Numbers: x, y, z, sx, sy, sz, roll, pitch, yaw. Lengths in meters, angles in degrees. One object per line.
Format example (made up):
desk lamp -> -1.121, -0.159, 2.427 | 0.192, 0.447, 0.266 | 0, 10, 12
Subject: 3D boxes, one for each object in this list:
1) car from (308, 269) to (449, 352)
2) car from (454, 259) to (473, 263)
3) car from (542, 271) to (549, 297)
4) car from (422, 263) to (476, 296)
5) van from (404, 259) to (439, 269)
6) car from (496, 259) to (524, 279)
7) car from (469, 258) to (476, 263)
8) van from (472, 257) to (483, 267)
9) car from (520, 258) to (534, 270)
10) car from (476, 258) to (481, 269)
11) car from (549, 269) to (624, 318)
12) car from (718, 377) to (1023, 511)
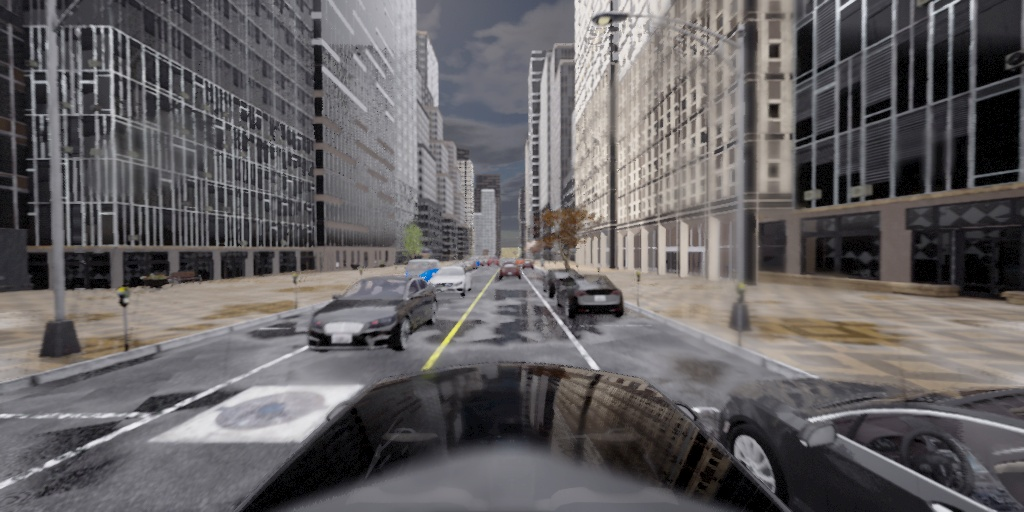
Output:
car -> -3.142, 1.255, 9.045 | 2.128, 1.511, 4.902 | 0, 0, 0
car -> -5.979, 1.324, 40.796 | 2.007, 1.370, 4.403 | 0, 0, 0
car -> 2.579, 1.291, 18.363 | 1.948, 1.339, 4.313 | 0, 0, 0
car -> -3.215, 1.284, 19.284 | 1.812, 1.442, 4.674 | 0, 0, 0
van -> -5.846, 1.113, 23.922 | 1.690, 1.789, 3.998 | 0, 0, 0
car -> -0.157, 1.264, 31.639 | 1.812, 1.442, 4.674 | 0, 0, 0
car -> -6.022, 1.301, 46.252 | 1.751, 1.417, 4.829 | 0, 0, 0
van -> -6.111, 1.124, 57.670 | 1.690, 1.789, 3.998 | 0, 0, 0
car -> 2.313, 1.313, 52.112 | 1.802, 1.307, 4.207 | 0, 0, 0
car -> -6.067, 1.324, 52.046 | 1.888, 1.381, 4.507 | 0, 0, 0
car -> 2.623, 1.293, 12.738 | 1.948, 1.339, 4.313 | 0, 0, 0
car -> 2.711, 1.285, 1.488 | 2.007, 1.370, 4.403 | 0, 0, 0
